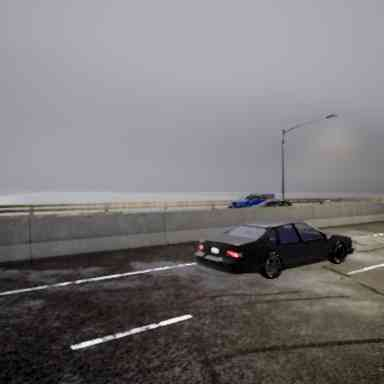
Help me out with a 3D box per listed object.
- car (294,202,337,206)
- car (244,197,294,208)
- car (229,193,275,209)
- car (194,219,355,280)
[{"bbox_3d":[11.443,1.522,29.060,4.718,1.301,1.895,0,0,-35],"label":"car"},{"bbox_3d":[7.442,1.435,30.557,4.892,1.490,1.837,0,0,-35],"label":"car"},{"bbox_3d":[6.330,1.151,34.038,5.566,2.045,2.150,0,0,-35],"label":"car"},{"bbox_3d":[2.631,1.523,9.900,5.357,1.411,2.033,0,0,-35],"label":"car"}]
